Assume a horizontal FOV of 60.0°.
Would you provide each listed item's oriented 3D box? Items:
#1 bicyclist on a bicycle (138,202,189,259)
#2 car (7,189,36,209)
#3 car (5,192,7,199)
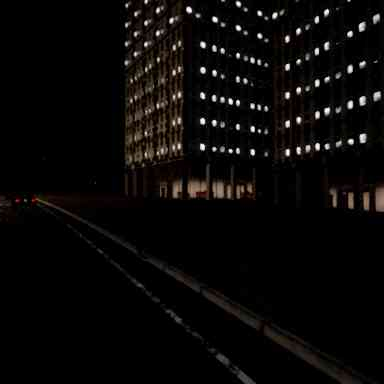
[{"bbox_3d":[-0.808,1.128,9.799,1.656,1.620,0.582,0,1,-27],"label":"bicyclist on a bicycle"},{"bbox_3d":[-15.132,0.699,29.881,2.033,1.411,5.357,1,1,-30],"label":"car"},{"bbox_3d":[-22.972,0.308,42.958,2.033,1.411,5.357,1,1,-32],"label":"car"}]
